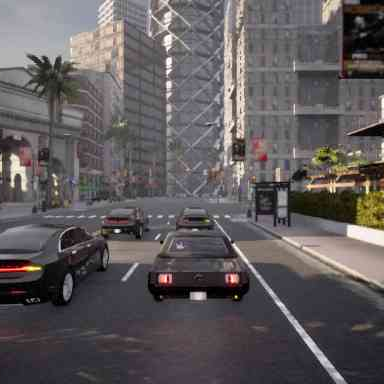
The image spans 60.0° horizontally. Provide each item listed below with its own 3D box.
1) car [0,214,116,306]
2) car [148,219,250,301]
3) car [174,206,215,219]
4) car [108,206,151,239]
[{"bbox_3d":[-3.370,1.505,8.004,1.837,1.490,4.892,0,0,0],"label":"car"},{"bbox_3d":[0.122,1.601,8.262,1.895,1.301,4.718,0,0,0],"label":"car"},{"bbox_3d":[0.138,1.505,17.525,1.837,1.490,4.892,0,0,0],"label":"car"},{"bbox_3d":[-3.361,1.505,17.410,1.837,1.490,4.892,0,0,0],"label":"car"}]
